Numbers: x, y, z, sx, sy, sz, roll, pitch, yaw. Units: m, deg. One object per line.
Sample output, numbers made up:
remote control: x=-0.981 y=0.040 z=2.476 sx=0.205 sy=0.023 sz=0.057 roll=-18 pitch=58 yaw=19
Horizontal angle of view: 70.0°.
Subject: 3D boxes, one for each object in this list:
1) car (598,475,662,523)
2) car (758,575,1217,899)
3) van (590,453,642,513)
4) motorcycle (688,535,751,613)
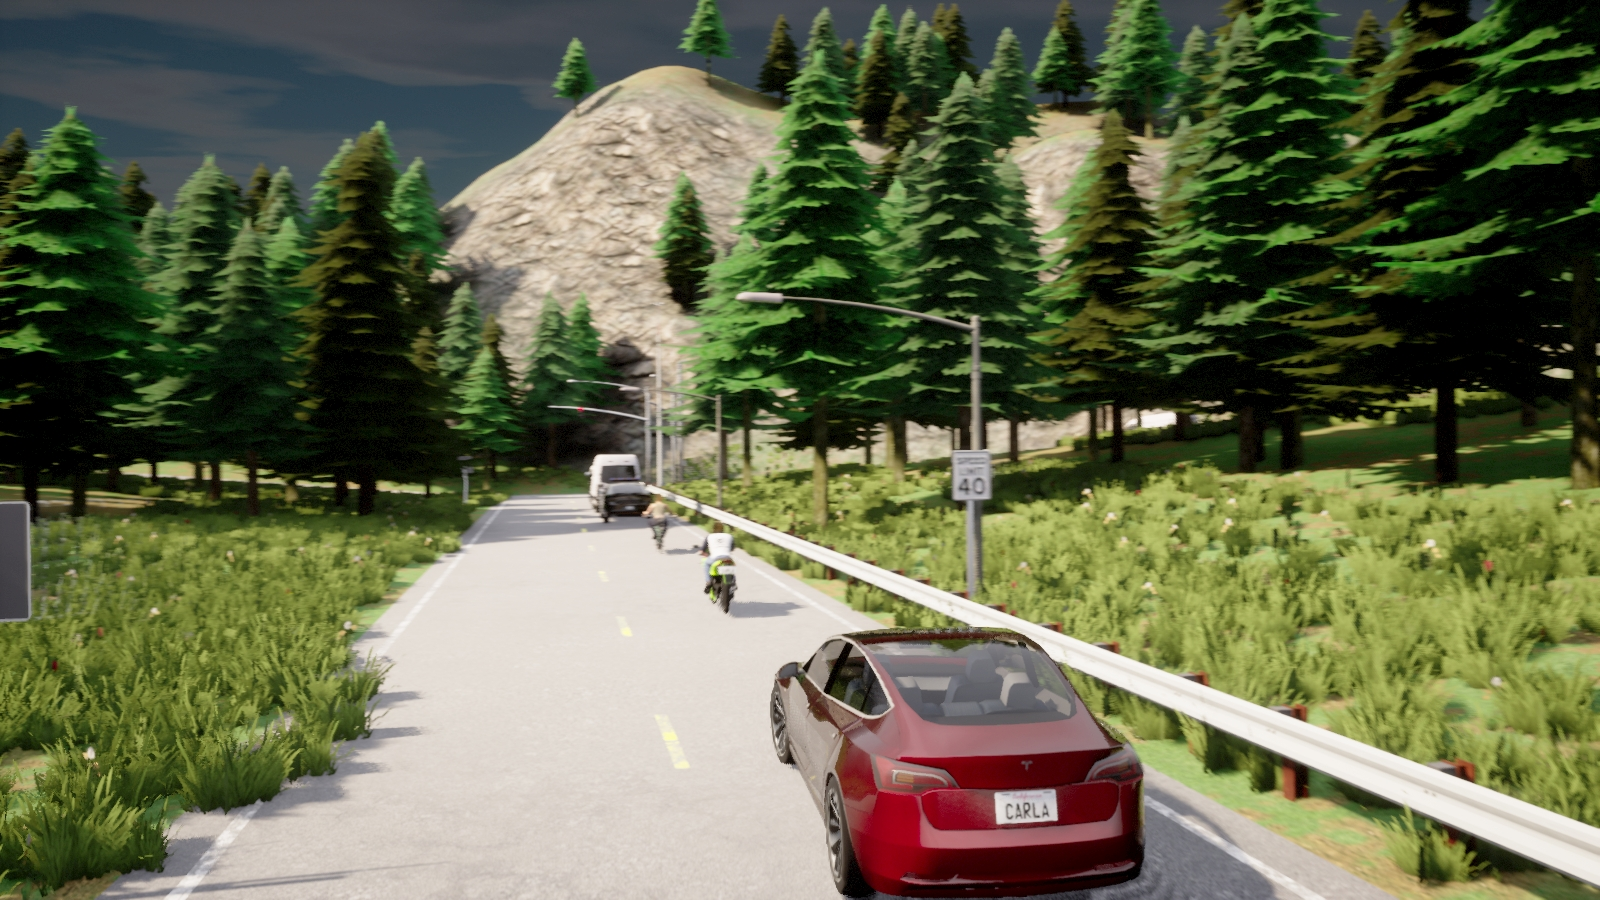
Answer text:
car: x=-6.773 y=1.876 z=45.073 sx=2.097 sy=1.638 sz=5.238 roll=-1 pitch=0 yaw=-12
car: x=1.002 y=2.004 z=8.823 sx=2.163 sy=1.488 sz=4.792 roll=-1 pitch=0 yaw=-8
van: x=-8.479 y=1.420 z=52.293 sx=1.988 sy=2.561 sz=5.915 roll=-1 pitch=0 yaw=-12
motorcycle: x=-1.438 y=2.138 z=20.061 sx=0.803 sy=1.145 sz=2.033 roll=-1 pitch=0 yaw=-12
